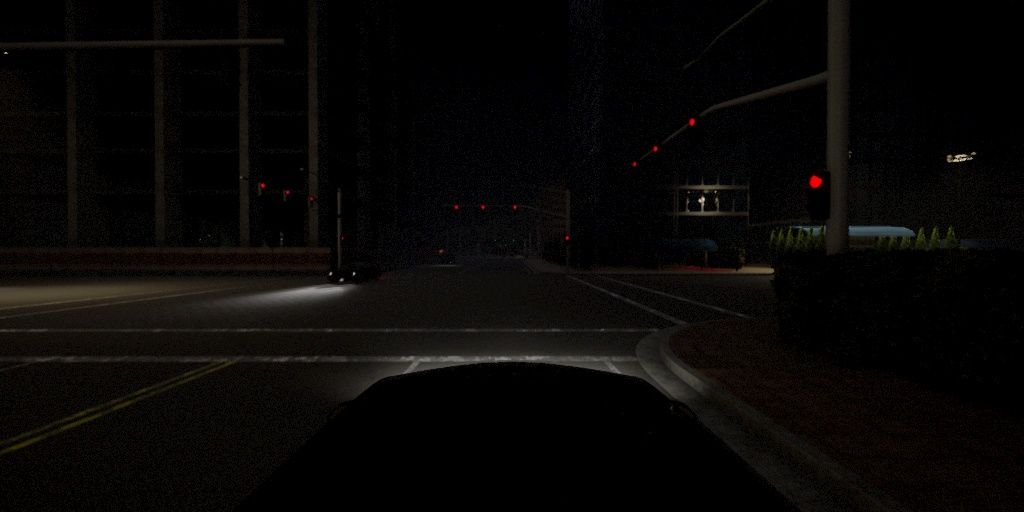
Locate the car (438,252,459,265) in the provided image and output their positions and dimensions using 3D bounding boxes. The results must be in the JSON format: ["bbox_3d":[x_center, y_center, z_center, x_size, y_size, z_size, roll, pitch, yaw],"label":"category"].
[{"bbox_3d":[-10.476,0.518,58.527,2.150,2.045,5.566,0,2,0],"label":"car"}]

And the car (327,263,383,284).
[{"bbox_3d":[-10.490,1.141,24.307,1.895,1.301,4.718,0,1,0],"label":"car"}]
